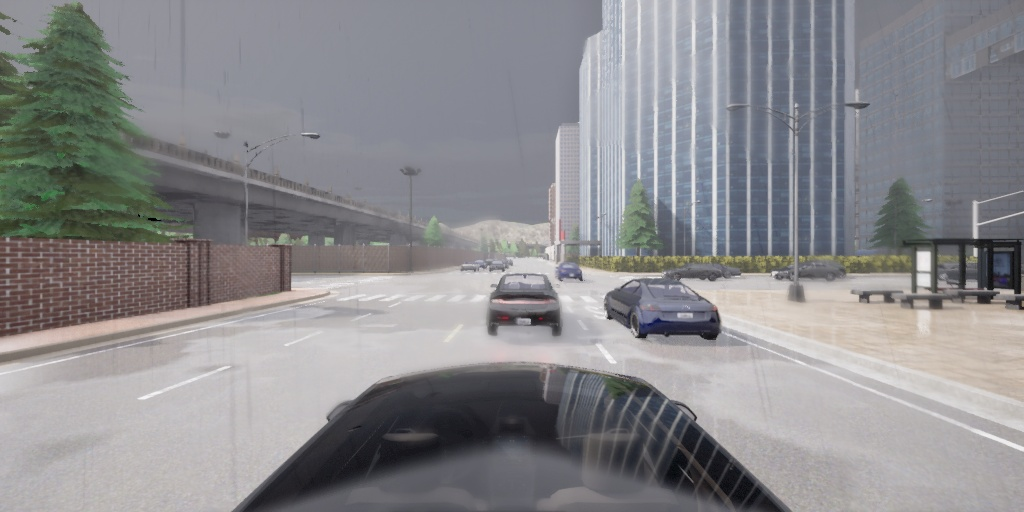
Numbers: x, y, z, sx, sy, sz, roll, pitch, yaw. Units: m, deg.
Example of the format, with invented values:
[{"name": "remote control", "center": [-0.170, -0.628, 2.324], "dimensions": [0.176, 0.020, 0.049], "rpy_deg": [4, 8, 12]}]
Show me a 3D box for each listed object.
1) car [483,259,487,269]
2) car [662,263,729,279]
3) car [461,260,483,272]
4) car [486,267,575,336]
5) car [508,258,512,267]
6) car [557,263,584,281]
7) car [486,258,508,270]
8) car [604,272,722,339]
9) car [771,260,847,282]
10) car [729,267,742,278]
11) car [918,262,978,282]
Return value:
[{"name": "car", "center": [-4.987, 1.276, 55.470], "dimensions": [1.812, 1.442, 4.674], "rpy_deg": [0, 0, 2]}, {"name": "car", "center": [14.954, 1.331, 29.875], "dimensions": [4.674, 1.442, 1.812], "rpy_deg": [0, 0, 3]}, {"name": "car", "center": [-5.361, 1.351, 46.316], "dimensions": [1.895, 1.301, 4.718], "rpy_deg": [0, 0, 2]}, {"name": "car", "center": [0.372, 1.242, 10.369], "dimensions": [2.128, 1.511, 4.902], "rpy_deg": [0, 0, 2]}, {"name": "car", "center": [-1.461, 1.297, 56.109], "dimensions": [2.033, 1.411, 5.357], "rpy_deg": [0, 0, 2]}, {"name": "car", "center": [4.670, 1.282, 29.562], "dimensions": [1.812, 1.442, 4.674], "rpy_deg": [0, 0, 3]}, {"name": "car", "center": [-1.848, 1.276, 46.525], "dimensions": [1.812, 1.442, 4.674], "rpy_deg": [0, 0, 2]}, {"name": "car", "center": [3.934, 1.313, 10.054], "dimensions": [1.994, 1.385, 4.181], "rpy_deg": [0, 0, 1]}, {"name": "car", "center": [24.074, 1.297, 29.507], "dimensions": [4.902, 1.511, 2.128], "rpy_deg": [0, 0, 2]}, {"name": "car", "center": [18.170, 1.353, 33.257], "dimensions": [5.357, 1.411, 2.033], "rpy_deg": [0, 0, 2]}, {"name": "car", "center": [35.501, 1.311, 29.009], "dimensions": [4.892, 1.490, 1.837], "rpy_deg": [0, 0, 3]}]
